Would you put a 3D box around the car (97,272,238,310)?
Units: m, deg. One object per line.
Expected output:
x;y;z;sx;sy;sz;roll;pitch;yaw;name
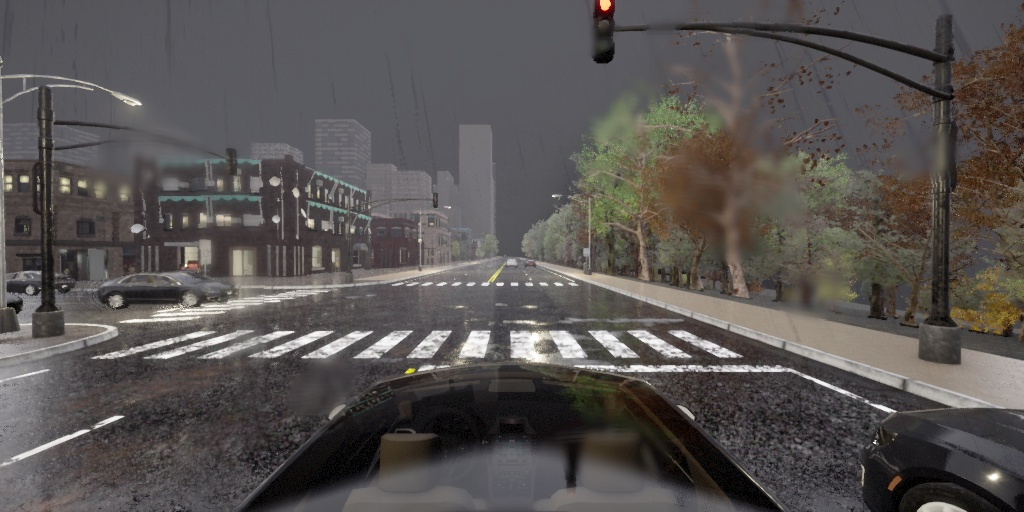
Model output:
-14.540;1.409;15.326;4.892;1.490;1.837;-1;1;-2;car

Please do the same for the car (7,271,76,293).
-28.320;1.560;20.954;4.403;1.370;2.007;0;0;0;car

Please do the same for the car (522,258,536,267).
3.224;1.252;63.392;1.812;1.442;4.674;0;0;0;car

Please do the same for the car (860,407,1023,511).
3.352;1.255;0.459;1.837;1.490;4.892;0;0;0;car

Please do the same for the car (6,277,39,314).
-19.969;1.565;12.459;4.313;1.339;1.948;0;0;0;car

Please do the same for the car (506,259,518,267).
-0.029;1.252;63.289;1.812;1.442;4.674;0;0;0;car
